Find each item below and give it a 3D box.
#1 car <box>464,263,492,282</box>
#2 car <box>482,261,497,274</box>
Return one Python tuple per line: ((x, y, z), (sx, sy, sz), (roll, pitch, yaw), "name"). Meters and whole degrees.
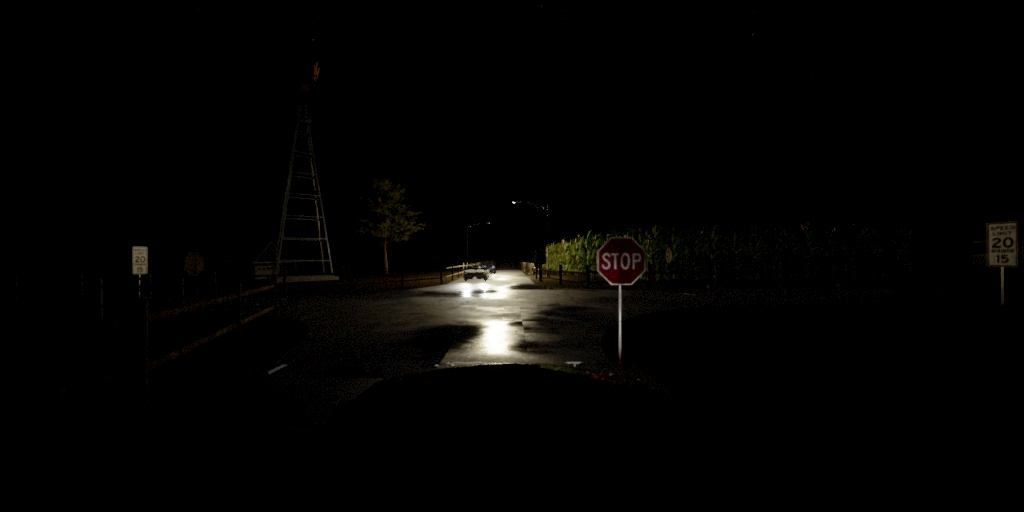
((-2.952, 1.458, 30.538), (1.895, 1.301, 4.718), (0, 0, 0), "car")
((-3.057, 1.367, 45.132), (2.097, 1.767, 4.553), (0, -1, 0), "car")
